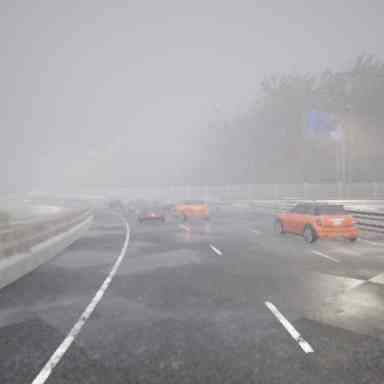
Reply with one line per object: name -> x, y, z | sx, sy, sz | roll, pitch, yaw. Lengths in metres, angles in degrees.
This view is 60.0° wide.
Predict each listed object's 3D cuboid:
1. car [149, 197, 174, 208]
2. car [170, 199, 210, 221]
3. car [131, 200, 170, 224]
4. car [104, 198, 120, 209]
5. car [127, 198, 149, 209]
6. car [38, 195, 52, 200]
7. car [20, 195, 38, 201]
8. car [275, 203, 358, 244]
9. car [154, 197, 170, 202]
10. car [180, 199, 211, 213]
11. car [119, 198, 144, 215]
car -> -4.540, 1.475, 48.916 | 2.128, 1.511, 4.902 | 0, 0, -27
car -> -0.113, 1.327, 27.227 | 2.097, 1.767, 4.553 | 0, 0, -14
car -> -3.236, 1.560, 25.289 | 1.994, 1.385, 4.181 | 0, 0, -14
car -> -10.909, 1.532, 46.019 | 1.837, 1.490, 4.892 | 0, 1, -27
car -> -7.758, 1.568, 47.527 | 1.994, 1.385, 4.181 | 0, 0, -26
car -> -39.303, 1.507, 86.280 | 4.902, 1.511, 2.128 | 0, 0, 35
car -> -41.452, 1.551, 83.517 | 4.181, 1.385, 1.994 | 0, 0, 35
car -> 5.671, 1.300, 15.807 | 2.097, 1.767, 4.553 | -1, 0, -9
car -> -2.788, 1.509, 35.810 | 1.812, 1.442, 4.674 | 0, 0, -21
car -> 0.322, 1.526, 37.491 | 1.994, 1.385, 4.181 | 0, 0, -21
car -> -5.740, 1.552, 33.702 | 2.033, 1.411, 5.357 | 0, 0, -19
